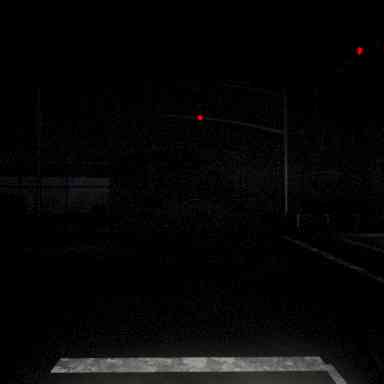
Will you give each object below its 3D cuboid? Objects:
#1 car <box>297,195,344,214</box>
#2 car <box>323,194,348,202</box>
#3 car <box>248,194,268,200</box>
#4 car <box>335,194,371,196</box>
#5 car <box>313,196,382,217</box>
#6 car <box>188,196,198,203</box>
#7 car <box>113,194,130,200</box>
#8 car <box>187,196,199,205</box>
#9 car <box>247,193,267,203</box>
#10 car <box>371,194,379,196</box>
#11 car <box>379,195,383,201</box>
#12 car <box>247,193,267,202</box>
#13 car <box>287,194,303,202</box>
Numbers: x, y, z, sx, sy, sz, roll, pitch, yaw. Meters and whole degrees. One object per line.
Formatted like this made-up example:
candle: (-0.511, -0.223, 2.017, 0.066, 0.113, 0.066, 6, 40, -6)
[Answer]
car: (13.005, 1.330, 31.309, 5.027, 1.636, 2.152, 0, 0, 0)
car: (31.289, 1.297, 72.614, 4.514, 1.523, 2.007, 0, 0, 0)
car: (18.099, 1.333, 91.523, 4.902, 1.511, 2.128, 0, 0, 0)
car: (20.635, 1.319, 43.184, 3.633, 1.501, 1.845, 0, 0, 0)
car: (13.069, 1.339, 28.172, 4.514, 1.523, 2.007, 0, 0, 0)
car: (0.247, 1.547, 69.589, 2.033, 1.411, 5.357, 0, 0, 0)
car: (-19.436, 1.332, 91.485, 4.674, 1.442, 1.812, 0, 0, 0)
car: (0.228, 1.504, 59.203, 1.837, 1.490, 4.892, 0, 0, 0)
car: (12.825, 1.360, 65.566, 3.806, 1.475, 1.970, 0, 0, 0)
car: (38.352, 1.232, 68.978, 3.806, 1.475, 1.970, 0, 0, 0)
car: (38.699, 1.153, 62.562, 5.027, 1.636, 2.152, 0, 0, 0)
car: (13.424, 1.076, 68.893, 3.866, 1.878, 1.905, 0, 0, 0)
car: (21.304, 1.097, 65.636, 4.605, 1.855, 1.932, 0, 0, 0)
